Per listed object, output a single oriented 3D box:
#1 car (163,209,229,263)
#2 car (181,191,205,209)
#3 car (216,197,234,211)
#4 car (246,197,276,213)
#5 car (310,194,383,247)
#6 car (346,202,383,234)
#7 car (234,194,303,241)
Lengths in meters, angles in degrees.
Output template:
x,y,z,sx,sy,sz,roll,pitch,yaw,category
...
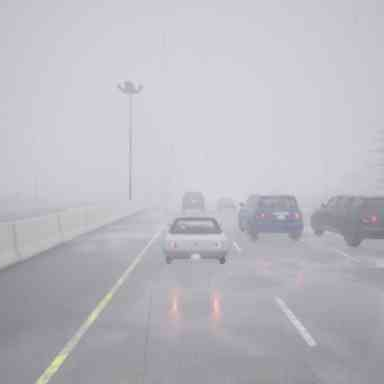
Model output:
x,y,z,sx,sy,sz,roll,pitch,yaw,category
0.110,1.506,11.565,1.895,1.301,4.718,0,0,0,car
0.125,0.953,32.641,2.150,2.045,5.566,0,0,0,car
3.623,1.253,35.890,2.033,1.411,5.357,0,0,0,car
7.123,1.262,34.836,2.033,1.411,5.357,0,0,0,car
7.131,1.105,14.506,2.150,2.045,5.566,0,1,-2,car
10.614,1.373,18.684,1.812,1.442,4.674,0,0,0,car
3.615,1.090,16.157,2.150,2.045,5.566,0,1,0,car
